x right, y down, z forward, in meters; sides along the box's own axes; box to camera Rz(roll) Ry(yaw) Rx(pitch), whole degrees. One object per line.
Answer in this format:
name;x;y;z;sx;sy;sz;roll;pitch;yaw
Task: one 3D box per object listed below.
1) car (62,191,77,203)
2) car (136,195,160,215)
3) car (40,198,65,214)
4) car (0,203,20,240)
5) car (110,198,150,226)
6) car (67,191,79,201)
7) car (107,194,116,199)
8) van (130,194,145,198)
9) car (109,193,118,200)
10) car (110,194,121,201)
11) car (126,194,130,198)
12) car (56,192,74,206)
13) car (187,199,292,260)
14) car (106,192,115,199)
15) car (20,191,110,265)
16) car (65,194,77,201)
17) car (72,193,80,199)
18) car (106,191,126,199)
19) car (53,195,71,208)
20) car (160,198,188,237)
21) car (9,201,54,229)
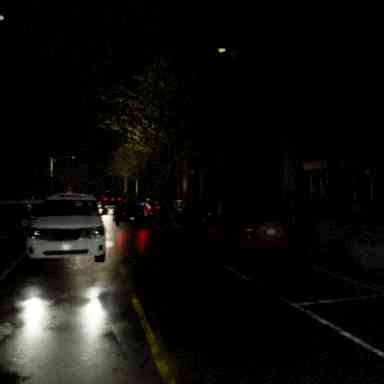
car;-21.409;0.841;58.340;2.192;1.841;5.009;1;0;-17
car;-3.289;1.282;28.512;1.967;1.590;4.097;1;0;-17
car;-13.103;1.281;31.401;1.802;1.307;4.206;1;0;-17
car;-8.116;1.266;15.234;1.967;1.590;4.097;1;0;-17
car;-4.222;1.379;22.066;1.812;1.442;4.674;1;0;-17
car;-24.732;0.780;69.116;2.192;1.841;5.009;1;0;-17
car;-19.912;1.091;82.401;1.802;1.307;4.206;1;0;-17
van;-4.950;1.141;33.901;1.690;1.788;3.998;1;0;-17
car;-18.300;1.061;77.175;1.752;1.417;4.829;1;0;-17
car;-16.587;1.131;71.623;1.947;1.339;4.313;1;0;-17
car;-8.278;1.302;44.680;1.802;1.307;4.206;1;0;-17
car;-18.085;0.902;47.563;2.192;1.841;5.009;1;0;-17
car;1.698;1.284;12.345;2.192;1.841;5.009;1;0;-17
car;-21.573;0.923;87.791;1.967;1.590;4.097;1;0;-17
car;-4.226;1.111;11.680;2.150;2.045;5.566;1;1;-17
car;-23.074;1.061;63.730;1.947;1.339;4.313;1;0;-17
car;-29.721;0.948;85.282;1.947;1.339;4.313;1;0;-17
car;-9.493;0.938;39.213;2.150;2.045;5.566;1;0;-17
car;-16.376;1.147;42.014;1.752;1.417;4.829;1;0;-17
car;0.036;1.241;17.733;2.192;1.841;5.009;1;0;-17
car;-9.779;1.328;20.623;1.887;1.381;4.507;1;0;-17
